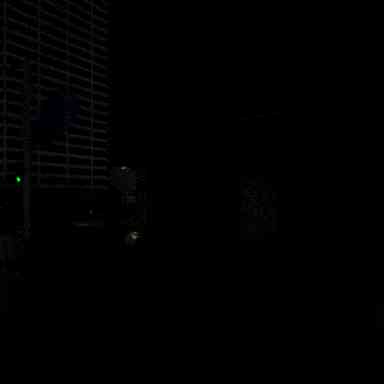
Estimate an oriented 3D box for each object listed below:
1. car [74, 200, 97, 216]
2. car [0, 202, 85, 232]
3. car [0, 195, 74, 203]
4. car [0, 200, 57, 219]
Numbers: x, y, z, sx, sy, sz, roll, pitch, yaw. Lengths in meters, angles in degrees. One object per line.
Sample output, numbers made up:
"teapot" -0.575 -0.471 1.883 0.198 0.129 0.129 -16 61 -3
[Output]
"car" -11.142 1.478 30.767 1.882 1.535 5.008 0 0 35
"car" -9.630 1.547 20.430 2.033 1.411 5.357 0 0 35
"car" -11.667 1.221 23.614 2.150 2.045 5.566 0 0 35
"car" -15.514 1.547 30.647 2.033 1.411 5.357 0 0 35
